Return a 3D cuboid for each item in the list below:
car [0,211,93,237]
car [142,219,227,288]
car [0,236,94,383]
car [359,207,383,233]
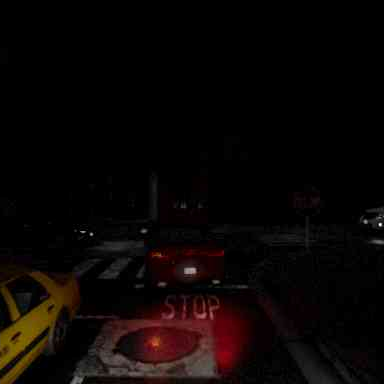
[{"bbox_3d":[-6.767,1.602,14.326,4.892,1.490,1.837,-1,-1,0],"label":"car"},{"bbox_3d":[-0.394,1.489,9.413,1.882,1.535,5.008,0,0,-8],"label":"car"},{"bbox_3d":[-2.620,1.537,3.481,1.752,1.417,4.829,1,0,0],"label":"car"},{"bbox_3d":[11.795,1.151,17.311,5.566,2.045,2.150,-1,-1,0],"label":"car"}]
